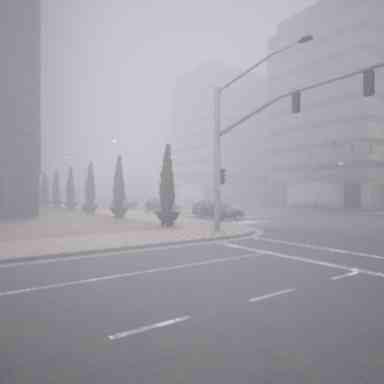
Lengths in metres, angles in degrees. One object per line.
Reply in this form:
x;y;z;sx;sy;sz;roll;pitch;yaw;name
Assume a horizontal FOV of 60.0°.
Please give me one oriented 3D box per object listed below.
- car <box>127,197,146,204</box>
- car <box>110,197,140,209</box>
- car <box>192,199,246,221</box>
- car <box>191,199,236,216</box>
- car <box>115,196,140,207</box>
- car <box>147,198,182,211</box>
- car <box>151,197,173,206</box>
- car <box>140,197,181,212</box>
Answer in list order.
-10.835;1.612;65.225;1.895;1.301;4.718;0;0;-34;car
-9.153;1.608;44.079;1.895;1.301;4.718;0;0;-35;car
2.074;1.553;27.948;2.033;1.411;5.357;0;0;-34;car
2.093;1.485;34.074;1.882;1.535;5.008;0;0;-35;car
-9.988;1.486;51.423;1.882;1.535;5.008;0;0;-35;car
-3.529;1.555;42.132;2.033;1.411;5.357;0;0;-35;car
-5.180;1.574;57.059;1.994;1.385;4.181;0;0;-34;car
-3.285;1.358;35.666;2.097;1.767;4.553;0;0;-35;car
